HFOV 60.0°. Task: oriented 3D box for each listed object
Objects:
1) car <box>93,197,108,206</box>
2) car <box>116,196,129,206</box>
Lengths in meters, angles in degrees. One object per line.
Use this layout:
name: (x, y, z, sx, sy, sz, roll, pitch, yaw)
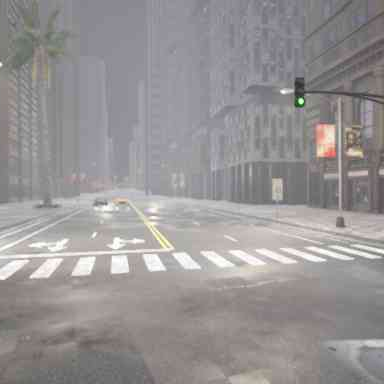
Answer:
car: (-14.019, 1.482, 51.219, 1.994, 1.385, 4.181, 0, 0, -12)
car: (-10.842, 1.374, 51.898, 1.882, 1.535, 5.008, 0, 0, -12)
